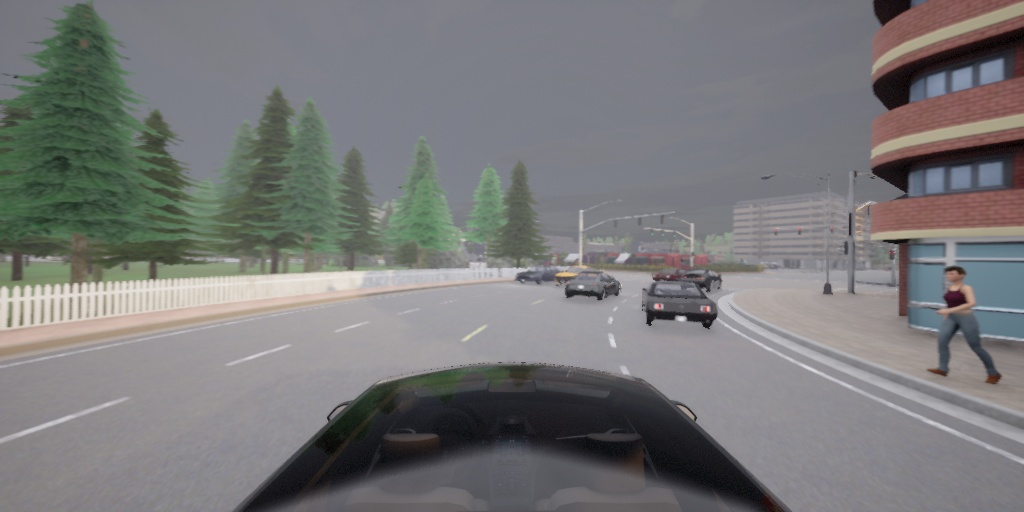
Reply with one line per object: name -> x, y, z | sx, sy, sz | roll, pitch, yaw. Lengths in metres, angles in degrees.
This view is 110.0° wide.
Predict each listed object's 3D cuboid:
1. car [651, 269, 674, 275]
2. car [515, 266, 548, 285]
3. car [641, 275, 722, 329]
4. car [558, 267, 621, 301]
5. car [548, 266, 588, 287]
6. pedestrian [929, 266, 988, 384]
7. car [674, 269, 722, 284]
car -> 14.369, 1.789, 31.488 | 4.718, 1.301, 1.895 | 1, 0, -36
car -> 2.454, 1.507, 29.067 | 2.033, 1.411, 5.357 | 1, 0, 38
car -> 5.449, 1.512, 12.243 | 1.895, 1.301, 4.718 | 1, 0, 18
car -> 4.387, 1.498, 19.117 | 1.994, 1.385, 4.181 | 1, 0, 31
car -> 4.947, 1.469, 26.522 | 1.882, 1.535, 5.008 | 1, -1, 37
pedestrian -> 7.155, 1.044, 5.756 | 0.375, 1.860, 0.375 | 1, 0, 8
car -> 13.104, 1.629, 24.785 | 1.837, 1.490, 4.892 | 1, -1, 41
